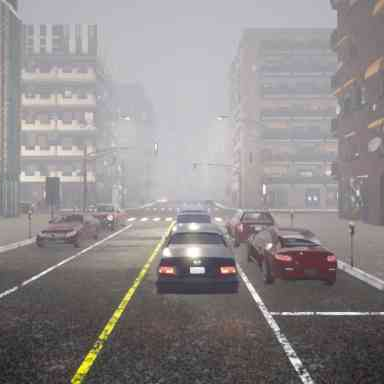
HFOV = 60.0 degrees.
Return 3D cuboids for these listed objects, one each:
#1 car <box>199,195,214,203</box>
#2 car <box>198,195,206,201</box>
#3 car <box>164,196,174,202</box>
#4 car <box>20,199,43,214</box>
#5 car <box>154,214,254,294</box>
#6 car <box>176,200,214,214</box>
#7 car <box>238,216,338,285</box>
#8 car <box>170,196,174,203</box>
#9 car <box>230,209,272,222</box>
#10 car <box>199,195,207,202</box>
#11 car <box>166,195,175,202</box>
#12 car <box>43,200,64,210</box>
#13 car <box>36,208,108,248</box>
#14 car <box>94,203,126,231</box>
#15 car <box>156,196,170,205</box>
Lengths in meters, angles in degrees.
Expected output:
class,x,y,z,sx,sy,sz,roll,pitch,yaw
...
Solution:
class,x,y,z,sx,sy,sz,roll,pitch,yaw
car,2.596,1.560,52.898,2.008,1.369,4.403,1,0,0
car,2.610,1.563,86.923,2.008,1.369,4.403,1,0,0
car,-5.275,1.577,75.555,1.947,1.339,4.313,1,0,0
car,-17.549,1.241,31.845,5.009,1.841,2.192,0,-1,0
car,0.104,1.550,8.905,2.033,1.411,5.357,0,0,0
car,0.101,1.482,19.547,1.882,1.535,5.008,0,0,0
car,2.578,1.584,9.249,1.802,1.307,4.206,1,0,0
car,-5.277,1.536,69.714,1.752,1.417,4.829,1,0,0
car,2.582,1.444,14.799,1.967,1.590,4.097,1,0,0
car,2.608,1.556,81.253,1.887,1.381,4.507,1,0,0
car,-5.272,1.556,81.226,1.887,1.381,4.507,1,0,0
car,-17.607,1.591,39.721,4.313,1.339,1.947,0,-1,0
car,-5.305,1.585,14.780,1.802,1.307,4.206,1,0,0
car,-5.305,1.445,20.329,1.967,1.590,4.097,1,0,0
car,-5.282,1.535,58.372,1.752,1.417,4.829,1,0,0
